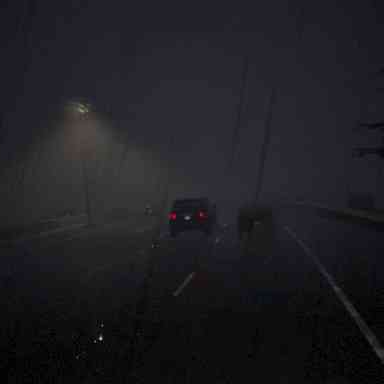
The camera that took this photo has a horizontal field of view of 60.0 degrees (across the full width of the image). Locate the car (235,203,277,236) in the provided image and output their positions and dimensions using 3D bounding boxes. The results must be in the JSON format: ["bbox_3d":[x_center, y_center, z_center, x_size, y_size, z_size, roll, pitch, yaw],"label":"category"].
[{"bbox_3d":[3.388,1.349,17.869,1.882,1.535,5.008,-4,0,8],"label":"car"}]

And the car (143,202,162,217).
[{"bbox_3d":[-5.056,2.370,42.365,1.994,1.385,4.181,-5,-1,1],"label":"car"}]

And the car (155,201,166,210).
[{"bbox_3d":[-5.933,2.543,62.926,1.882,1.535,5.008,-4,-1,-6],"label":"car"}]

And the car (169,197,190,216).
[{"bbox_3d":[-1.444,1.708,41.159,2.150,2.045,5.566,-4,-1,0],"label":"car"}]

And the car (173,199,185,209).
[{"bbox_3d":[-2.483,2.256,63.469,1.882,1.535,5.008,-4,-1,-7],"label":"car"}]

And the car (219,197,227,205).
[{"bbox_3d":[4.980,1.609,58.791,1.837,1.490,4.892,-4,-1,-5],"label":"car"}]

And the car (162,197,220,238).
[{"bbox_3d":[0.158,1.380,19.417,2.150,2.045,5.566,-5,0,8],"label":"car"}]

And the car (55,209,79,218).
[{"bbox_3d":[-15.592,2.871,41.785,1.812,1.442,4.674,-5,-1,1],"label":"car"}]

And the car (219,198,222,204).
[{"bbox_3d":[2.152,1.782,40.661,1.895,1.301,4.718,-5,-1,1],"label":"car"}]
